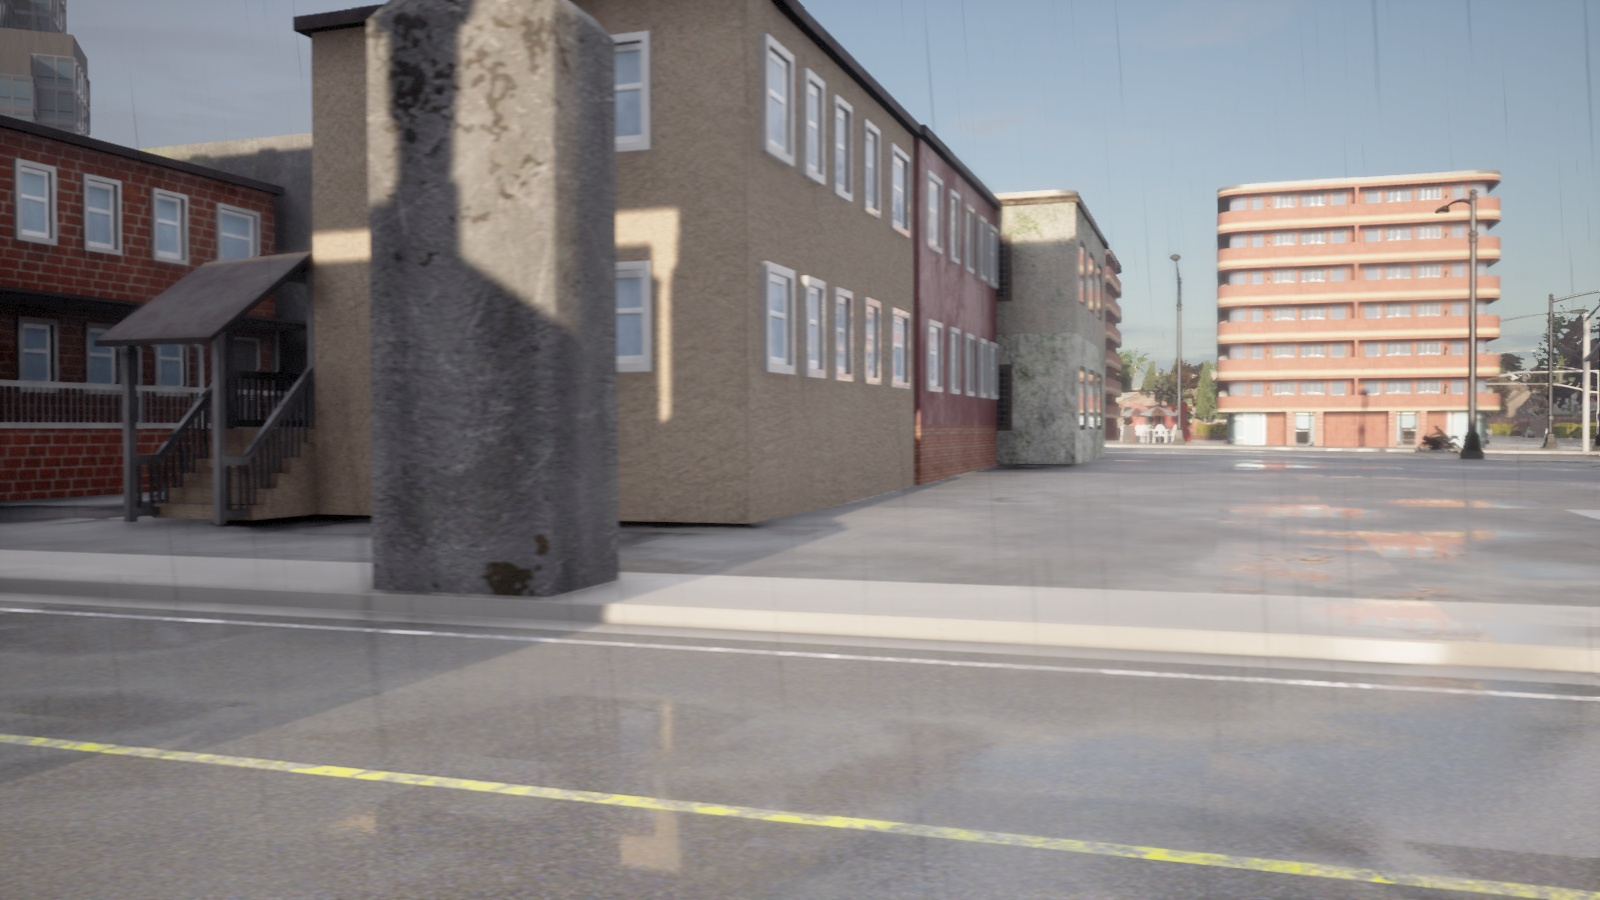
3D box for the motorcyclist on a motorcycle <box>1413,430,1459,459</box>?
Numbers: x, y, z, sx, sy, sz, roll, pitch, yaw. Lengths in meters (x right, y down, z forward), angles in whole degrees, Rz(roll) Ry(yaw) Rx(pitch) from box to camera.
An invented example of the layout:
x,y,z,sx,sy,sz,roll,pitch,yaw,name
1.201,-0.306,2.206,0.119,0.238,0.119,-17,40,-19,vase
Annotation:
x,y,z,sx,sy,sz,roll,pitch,yaw,name
34.008,-0.312,67.189,2.044,1.523,0.797,1,1,18,motorcyclist on a motorcycle
